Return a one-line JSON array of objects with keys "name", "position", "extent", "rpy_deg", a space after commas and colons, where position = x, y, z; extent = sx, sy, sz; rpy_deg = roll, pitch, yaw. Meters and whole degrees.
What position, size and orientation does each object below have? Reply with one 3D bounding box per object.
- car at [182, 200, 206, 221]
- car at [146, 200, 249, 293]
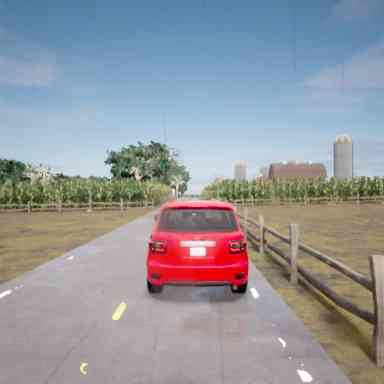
[{"name": "car", "position": [0.161, 1.479, 28.126], "extent": [1.837, 1.490, 4.892], "rpy_deg": [0, 0, 0]}, {"name": "car", "position": [0.117, 1.219, 8.959], "extent": [2.150, 2.045, 5.566], "rpy_deg": [0, 0, 0]}]
